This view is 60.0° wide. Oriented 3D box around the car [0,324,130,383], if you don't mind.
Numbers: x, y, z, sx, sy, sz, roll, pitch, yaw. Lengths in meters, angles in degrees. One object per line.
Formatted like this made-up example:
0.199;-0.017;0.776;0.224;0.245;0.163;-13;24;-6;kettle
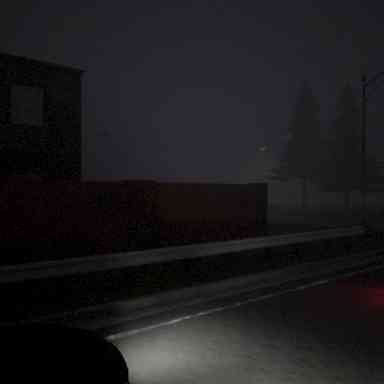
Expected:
-2.615;1.524;1.878;4.674;1.442;1.812;0;0;-36;car
